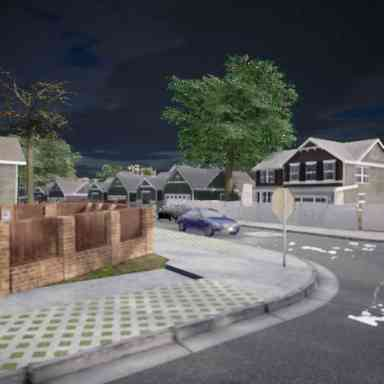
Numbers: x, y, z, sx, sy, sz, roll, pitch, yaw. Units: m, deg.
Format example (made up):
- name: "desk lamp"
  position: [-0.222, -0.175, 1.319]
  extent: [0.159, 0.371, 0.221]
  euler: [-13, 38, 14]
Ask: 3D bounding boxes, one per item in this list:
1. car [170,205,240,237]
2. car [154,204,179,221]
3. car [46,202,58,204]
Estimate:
- name: "car"
  position: [0.786, 1.676, 19.255]
  extent: [1.812, 1.442, 4.674]
  euler: [1, -1, -32]
- name: "car"
  position: [-1.554, 1.793, 28.241]
  extent: [2.128, 1.511, 4.902]
  euler: [1, -1, -34]
- name: "car"
  position: [-19.608, 2.141, 46.873]
  extent: [2.128, 1.511, 4.902]
  euler: [1, -2, -42]
